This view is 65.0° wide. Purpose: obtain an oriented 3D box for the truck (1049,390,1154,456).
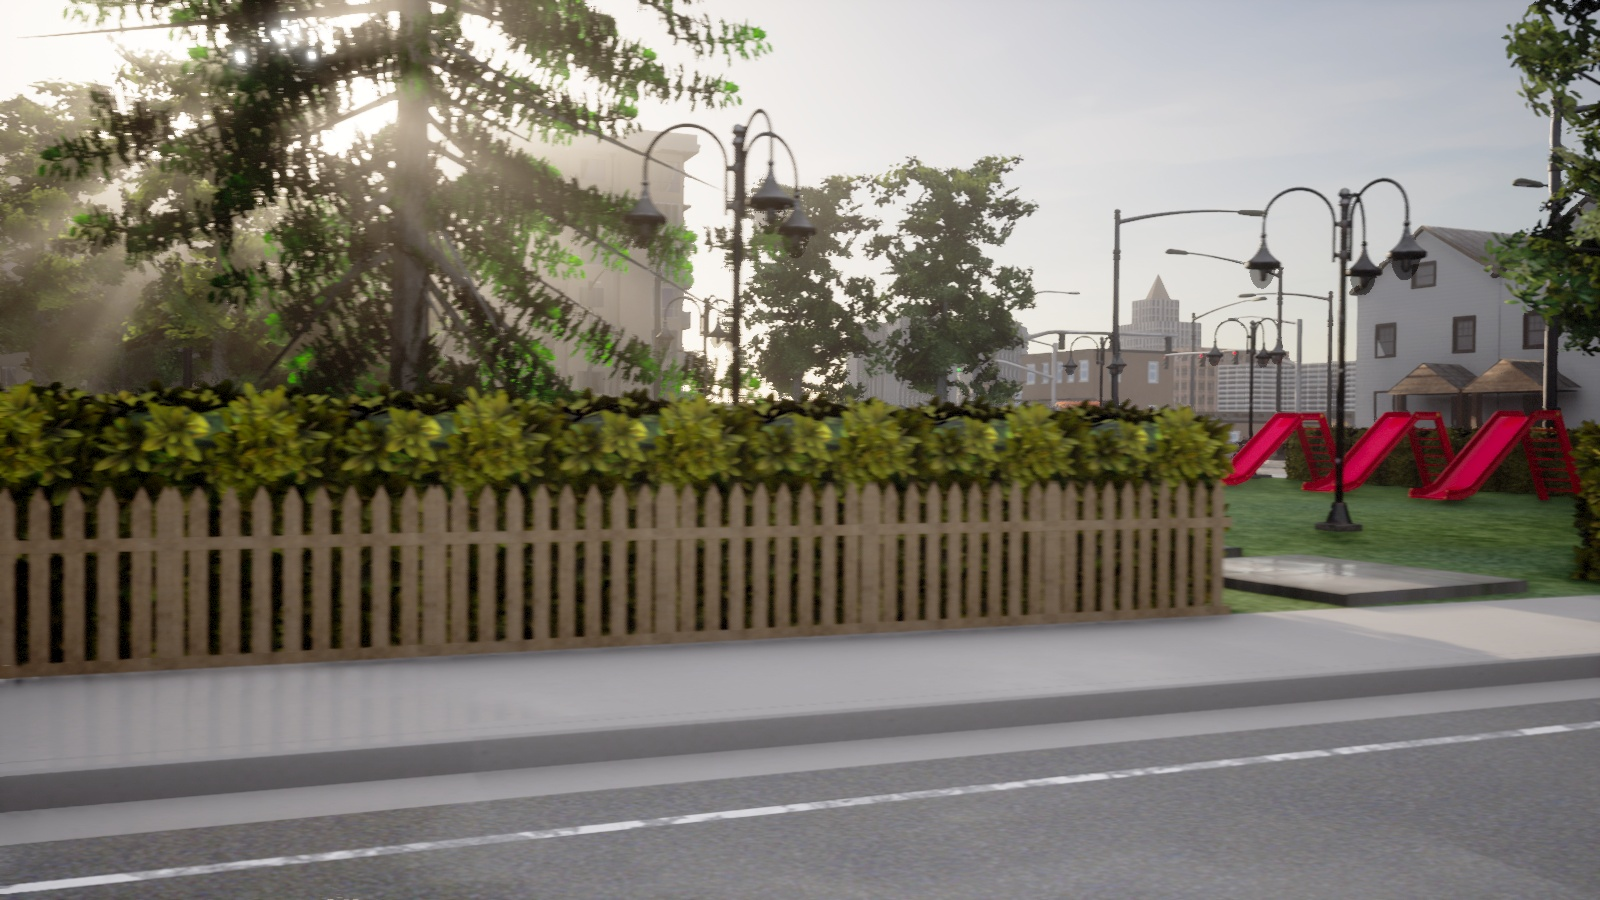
[{"bbox_3d":[16.867,-1.524,70.910,2.891,3.462,7.936,-1,1,-10],"label":"truck"}]
